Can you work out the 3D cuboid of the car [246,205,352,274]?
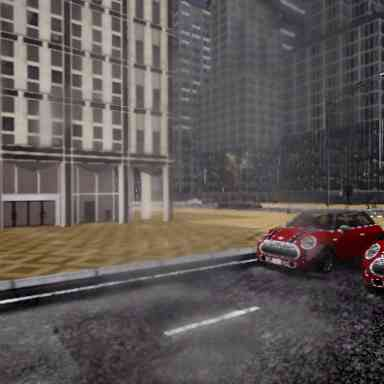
[{"bbox_3d":[4.207,1.361,10.675,4.553,1.767,2.097,0,0,-35],"label":"car"}]

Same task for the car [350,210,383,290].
[{"bbox_3d":[6.107,1.361,8.039,4.553,1.767,2.097,0,0,-35],"label":"car"}]

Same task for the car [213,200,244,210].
[{"bbox_3d":[5.931,2.263,54.220,1.994,1.385,4.181,-1,-1,-35],"label":"car"}]

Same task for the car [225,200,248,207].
[{"bbox_3d":[8.921,2.361,67.032,1.895,1.301,4.718,-1,-1,-35],"label":"car"}]

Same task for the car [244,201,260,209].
[{"bbox_3d":[9.238,2.203,55.169,2.033,1.411,5.357,-1,-1,-35],"label":"car"}]

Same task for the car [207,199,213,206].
[{"bbox_3d":[3.169,2.276,75.177,2.128,1.511,4.902,-1,-1,-35],"label":"car"}]

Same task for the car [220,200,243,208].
[{"bbox_3d":[7.474,2.318,63.503,1.994,1.385,4.181,-1,0,-35],"label":"car"}]

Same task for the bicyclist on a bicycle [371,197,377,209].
[{"bbox_3d":[26.846,1.636,49.009,1.656,1.620,0.582,-1,0,-35],"label":"bicyclist on a bicycle"}]

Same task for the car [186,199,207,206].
[{"bbox_3d":[0.514,2.300,73.303,1.812,1.442,4.674,-1,-1,-35],"label":"car"}]
